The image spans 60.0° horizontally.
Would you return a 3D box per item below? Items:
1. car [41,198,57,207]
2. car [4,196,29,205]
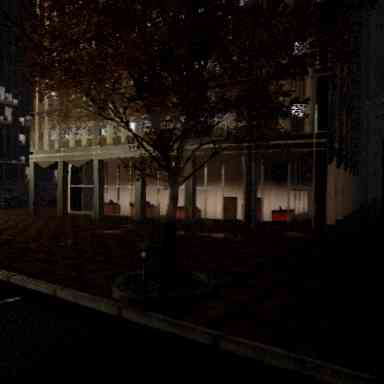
[{"bbox_3d":[-19.158,1.460,46.880,1.802,1.307,4.206,2,1,30],"label":"car"},{"bbox_3d":[-26.483,1.268,50.950,1.947,1.339,4.313,2,1,30],"label":"car"}]
